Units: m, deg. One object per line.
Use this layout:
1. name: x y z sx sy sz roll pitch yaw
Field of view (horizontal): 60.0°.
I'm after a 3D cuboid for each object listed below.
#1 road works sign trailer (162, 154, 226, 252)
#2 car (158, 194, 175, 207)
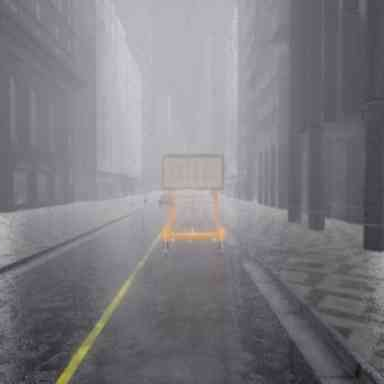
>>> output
1. road works sign trailer: 0.045 0.308 13.080 2.380 3.560 2.880 0 1 -1
2. car: -3.108 0.999 41.237 1.837 1.490 4.892 0 0 0
